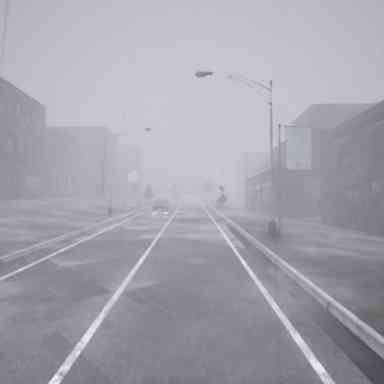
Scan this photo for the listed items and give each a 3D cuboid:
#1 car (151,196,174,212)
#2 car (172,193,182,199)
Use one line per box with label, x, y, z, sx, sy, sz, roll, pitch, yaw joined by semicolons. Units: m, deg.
car;-3.548;1.478;38.609;2.033;1.411;5.357;0;0;0
car;-3.550;1.030;79.774;2.150;2.045;5.566;0;0;0
